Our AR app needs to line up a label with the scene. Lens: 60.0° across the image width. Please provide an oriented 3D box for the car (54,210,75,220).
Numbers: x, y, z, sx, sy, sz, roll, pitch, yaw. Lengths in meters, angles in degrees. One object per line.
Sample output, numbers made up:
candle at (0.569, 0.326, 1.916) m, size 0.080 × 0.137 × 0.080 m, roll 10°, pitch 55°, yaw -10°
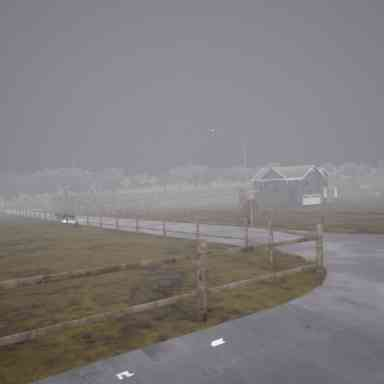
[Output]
car at (-19.062, 3.422, 49.774) m, size 1.895 × 1.301 × 4.718 m, roll -3°, pitch 0°, yaw -36°
